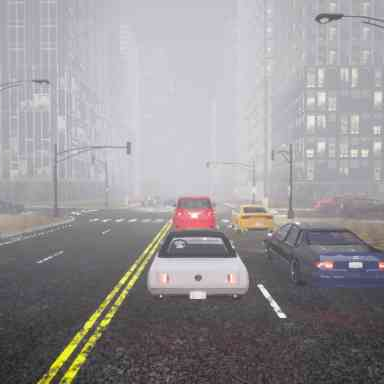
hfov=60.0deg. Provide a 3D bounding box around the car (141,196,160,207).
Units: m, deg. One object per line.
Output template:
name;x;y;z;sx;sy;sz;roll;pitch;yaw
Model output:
car;-6.541;1.454;50.715;2.128;1.511;4.902;0;0;0

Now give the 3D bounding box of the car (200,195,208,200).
car;3.349;1.444;92.370;2.033;1.411;5.357;0;0;0

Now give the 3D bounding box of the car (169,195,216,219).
car;0.119;1.211;18.059;2.150;2.045;5.566;0;0;0

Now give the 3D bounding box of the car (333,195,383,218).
car;16.234;1.517;30.731;5.009;1.841;2.192;1;0;1

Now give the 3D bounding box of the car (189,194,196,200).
car;0.098;1.430;91.955;1.812;1.442;4.674;0;0;0

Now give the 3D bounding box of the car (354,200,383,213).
car;21.851;1.641;39.012;4.829;1.417;1.752;1;0;1

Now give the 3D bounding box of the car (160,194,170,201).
car;-6.415;1.279;80.589;2.097;1.767;4.553;0;0;0

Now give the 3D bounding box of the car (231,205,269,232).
car;3.374;1.467;19.146;1.882;1.535;5.008;0;0;1

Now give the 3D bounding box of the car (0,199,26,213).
car;-19.357;1.406;33.943;4.181;1.385;1.994;1;1;1

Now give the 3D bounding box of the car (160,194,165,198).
car;-6.490;1.429;60.389;1.882;1.535;5.008;0;0;-1

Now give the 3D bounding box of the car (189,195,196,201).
car;0.087;1.446;82.154;1.812;1.442;4.674;0;0;0

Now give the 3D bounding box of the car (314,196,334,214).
car;16.439;1.332;36.515;5.566;2.045;2.150;1;1;1

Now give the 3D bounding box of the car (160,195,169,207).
car;-3.285;1.526;51.149;1.994;1.385;4.181;0;0;0

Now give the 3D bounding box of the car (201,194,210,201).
car;3.337;1.400;82.011;1.882;1.535;5.008;0;0;0

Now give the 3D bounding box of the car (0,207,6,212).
car;-3.349;1.223;1.217;2.150;2.045;5.566;0;0;0

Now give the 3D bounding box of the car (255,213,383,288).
car;3.364;1.543;9.327;2.033;1.411;5.357;0;0;0

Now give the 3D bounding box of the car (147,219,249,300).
car;0.110;1.597;8.300;1.895;1.301;4.718;0;0;0

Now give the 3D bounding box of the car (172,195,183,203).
car;-3.175;1.462;71.497;2.128;1.511;4.902;0;0;0
